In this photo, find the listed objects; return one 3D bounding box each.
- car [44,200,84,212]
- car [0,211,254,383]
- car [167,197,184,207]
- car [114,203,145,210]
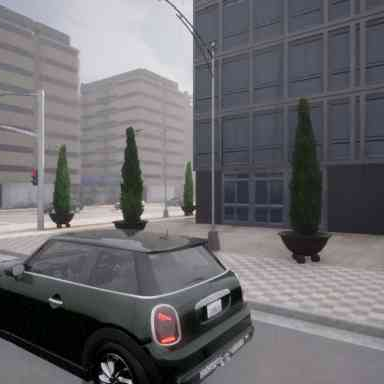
[{"bbox_3d":[-14.093,1.560,35.981,1.837,1.490,4.892,0,0,35],"label":"car"},{"bbox_3d":[-1.472,1.352,5.043,4.553,1.767,2.097,0,0,35],"label":"car"},{"bbox_3d":[-2.250,1.560,52.740,1.837,1.490,4.892,0,0,35],"label":"car"},{"bbox_3d":[-8.198,1.581,44.321,1.812,1.442,4.674,0,0,35],"label":"car"}]
